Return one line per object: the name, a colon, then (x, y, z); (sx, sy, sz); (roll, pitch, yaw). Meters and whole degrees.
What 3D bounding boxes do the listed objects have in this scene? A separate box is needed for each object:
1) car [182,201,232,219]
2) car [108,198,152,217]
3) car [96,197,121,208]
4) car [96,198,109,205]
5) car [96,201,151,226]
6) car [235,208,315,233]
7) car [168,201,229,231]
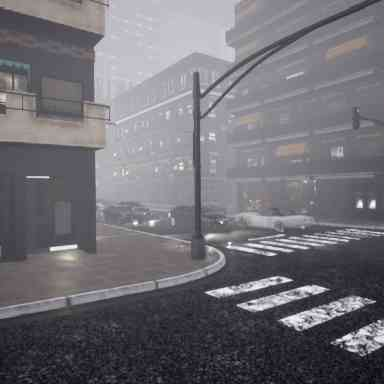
car: (1.223, 1.512, 29.176); (2.008, 1.369, 4.403); (-1, 1, -36)
car: (-5.275, 1.541, 28.909); (1.837, 1.490, 4.892); (-1, 1, -36)
car: (-11.887, 1.519, 47.248); (1.887, 1.381, 4.507); (-1, 1, -36)
car: (-11.325, 1.568, 37.264); (1.812, 1.442, 4.674); (-1, 1, -36)
car: (-5.155, 1.632, 24.549); (1.947, 1.339, 4.313); (-1, 1, -36)
car: (4.727, 1.591, 19.760); (1.895, 1.301, 4.718); (-1, 1, -36)
car: (0.295, 1.534, 21.233); (1.837, 1.490, 4.892); (-1, 1, -36)
